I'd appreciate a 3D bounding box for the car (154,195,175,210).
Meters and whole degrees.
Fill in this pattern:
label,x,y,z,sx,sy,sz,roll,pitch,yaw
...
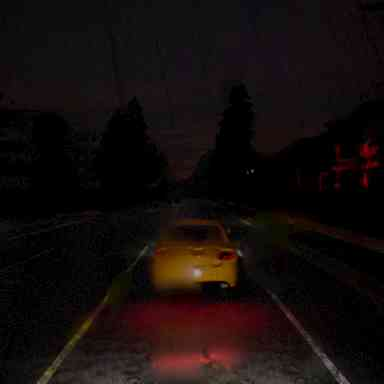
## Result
label,x,y,z,sx,sy,sz,roll,pitch,yaw
car,-3.589,1.479,41.517,2.033,1.411,5.357,0,0,0

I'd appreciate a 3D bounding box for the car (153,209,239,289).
label,x,y,z,sx,sy,sz,roll,pitch,yaw
car,0.089,1.463,9.119,1.882,1.535,5.008,0,0,0

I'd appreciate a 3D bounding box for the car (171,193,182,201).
label,x,y,z,sx,sy,sz,roll,pitch,yaw
car,-3.489,1.204,75.605,2.097,1.767,4.553,0,0,0

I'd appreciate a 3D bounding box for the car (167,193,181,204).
label,x,y,z,sx,sy,sz,roll,pitch,yaw
car,-3.538,1.124,59.698,2.150,2.045,5.566,0,0,1
